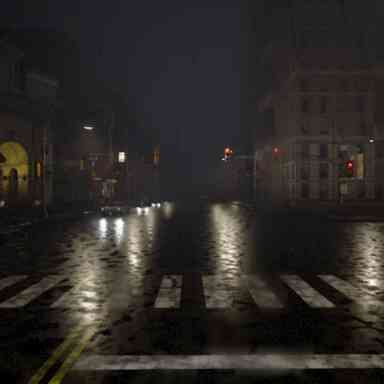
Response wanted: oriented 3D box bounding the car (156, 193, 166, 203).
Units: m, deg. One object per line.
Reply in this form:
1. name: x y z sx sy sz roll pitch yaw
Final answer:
1. car: -6.999 1.487 66.221 2.128 1.511 4.902 0 0 1

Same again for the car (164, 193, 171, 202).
1. car: -6.286 1.219 77.045 2.150 2.045 5.566 0 0 10

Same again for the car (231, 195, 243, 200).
1. car: 12.471 1.492 94.149 1.837 1.490 4.892 0 0 41

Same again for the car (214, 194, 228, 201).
1. car: 7.102 1.518 85.356 2.128 1.511 4.902 0 0 25

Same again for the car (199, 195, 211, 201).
1. car: 3.301 1.517 85.379 1.812 1.442 4.674 0 0 22

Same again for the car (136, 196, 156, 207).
1. car: -7.075 1.487 49.719 2.128 1.511 4.902 0 0 0

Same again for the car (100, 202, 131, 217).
1. car: -7.089 1.598 31.139 1.895 1.301 4.718 0 0 0

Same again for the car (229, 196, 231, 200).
1. car: 8.250 1.459 94.369 1.882 1.535 5.008 0 0 38
